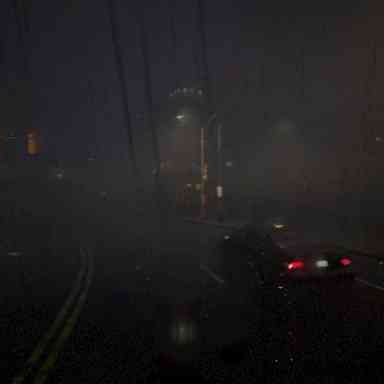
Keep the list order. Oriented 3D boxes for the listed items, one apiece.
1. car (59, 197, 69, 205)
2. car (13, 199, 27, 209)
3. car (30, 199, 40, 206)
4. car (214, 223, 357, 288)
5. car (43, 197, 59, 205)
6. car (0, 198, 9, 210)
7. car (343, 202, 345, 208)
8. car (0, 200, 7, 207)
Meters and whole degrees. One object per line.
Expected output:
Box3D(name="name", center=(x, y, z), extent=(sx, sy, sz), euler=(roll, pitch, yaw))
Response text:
Box3D(name="car", center=(-33.745, 2.677, 87.032), extent=(1.895, 1.301, 4.718), euler=(0, -1, -29))
Box3D(name="car", center=(-31.233, 2.349, 60.754), extent=(1.812, 1.442, 4.674), euler=(0, 0, -28))
Box3D(name="car", center=(-38.464, 2.668, 81.707), extent=(1.895, 1.301, 4.718), euler=(0, -1, -27))
Box3D(name="car", center=(2.220, 1.615, 9.566), extent=(2.033, 1.411, 5.357), euler=(0, -1, -13))
Box3D(name="car", center=(-35.190, 2.280, 82.996), extent=(2.150, 2.045, 5.566), euler=(0, -1, -27))
Box3D(name="car", center=(-34.317, 2.059, 59.096), extent=(2.150, 2.045, 5.566), euler=(0, 0, -28))
Box3D(name="car", center=(24.525, 1.802, 49.108), extent=(1.895, 1.301, 4.718), euler=(0, -1, -29))
Box3D(name="car", center=(-41.654, 2.523, 72.763), extent=(1.837, 1.490, 4.892), euler=(0, -1, -28))
